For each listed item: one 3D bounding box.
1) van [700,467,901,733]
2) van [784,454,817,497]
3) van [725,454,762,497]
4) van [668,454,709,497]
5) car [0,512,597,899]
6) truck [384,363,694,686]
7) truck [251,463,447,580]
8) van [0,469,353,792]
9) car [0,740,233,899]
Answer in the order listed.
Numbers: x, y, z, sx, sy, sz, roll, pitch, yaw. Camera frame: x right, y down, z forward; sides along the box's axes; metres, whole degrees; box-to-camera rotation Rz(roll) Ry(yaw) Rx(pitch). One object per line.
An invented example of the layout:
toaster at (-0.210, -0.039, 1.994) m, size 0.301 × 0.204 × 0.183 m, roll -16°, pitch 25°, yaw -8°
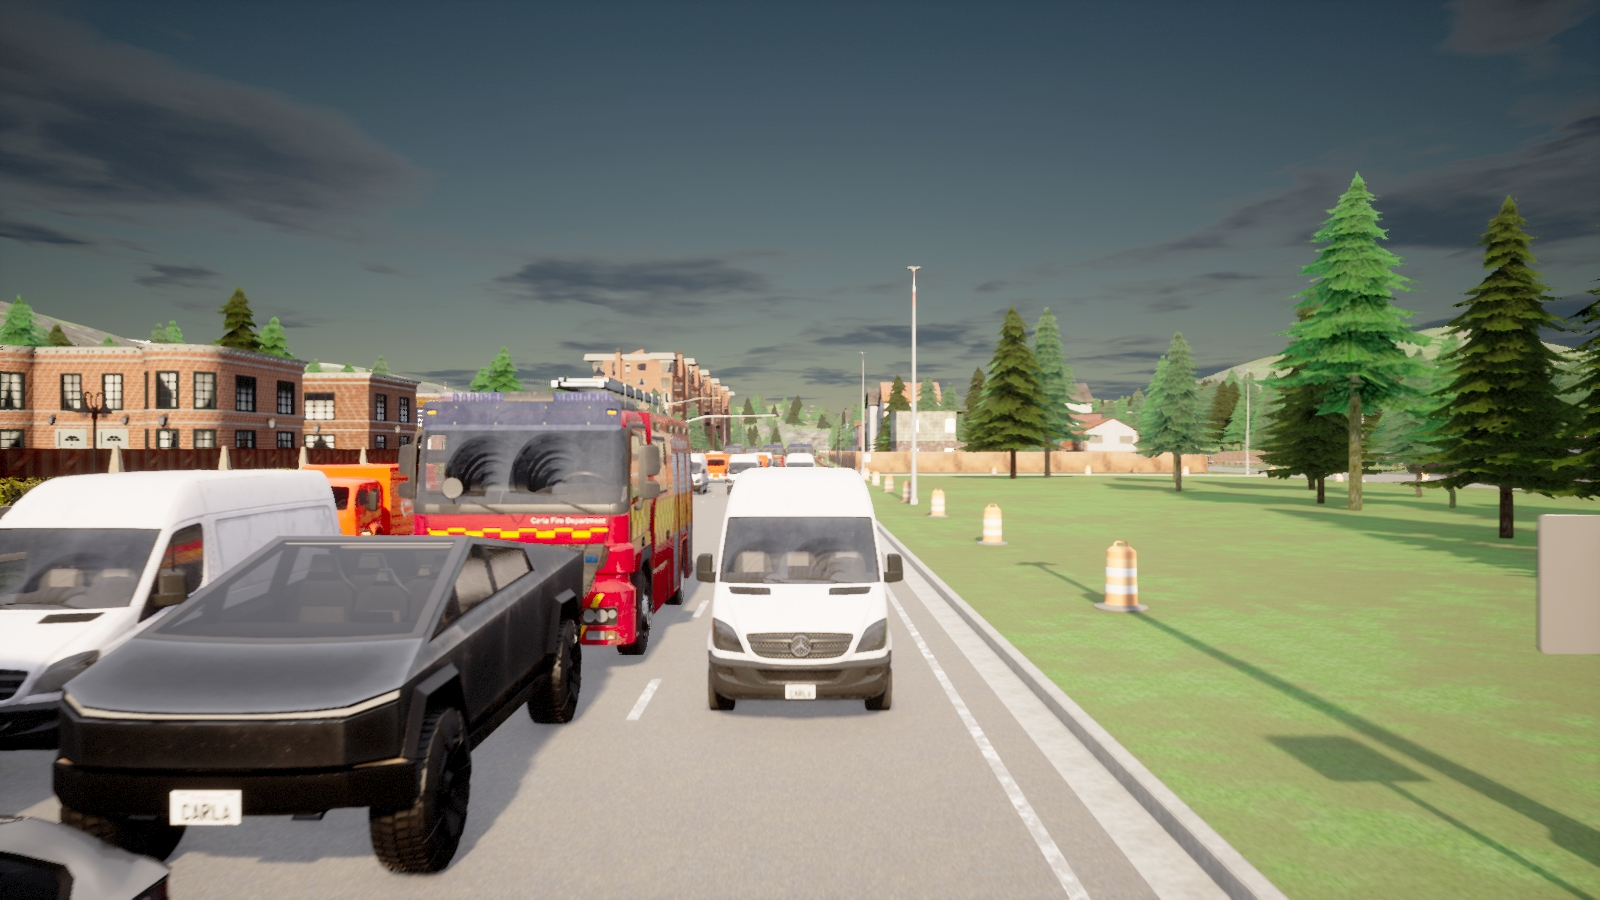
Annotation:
van at (0.006, 1.535, 14.295) m, size 1.988 × 2.561 × 5.915 m, roll 0°, pitch 0°, yaw 0°
van at (0.016, 1.533, 71.129) m, size 1.988 × 2.561 × 5.915 m, roll 0°, pitch 0°, yaw 0°
van at (-3.484, 1.533, 71.586) m, size 1.988 × 2.561 × 5.915 m, roll 0°, pitch 0°, yaw 0°
van at (-6.983, 1.533, 72.059) m, size 1.988 × 2.561 × 5.915 m, roll 0°, pitch 0°, yaw 0°
car at (-3.498, 1.753, 9.835) m, size 2.390 × 2.098 × 6.274 m, roll 0°, pitch 0°, yaw 0°
truck at (-3.493, 0.891, 17.783) m, size 2.891 × 3.827 × 8.468 m, roll 0°, pitch 0°, yaw 0°
truck at (-10.499, 1.568, 27.167) m, size 2.627 × 2.467 × 5.204 m, roll 0°, pitch 0°, yaw 0°
van at (-6.994, 1.534, 12.370) m, size 1.988 × 2.561 × 5.915 m, roll 0°, pitch 0°, yaw 0°
car at (-3.502, 2.065, 3.132) m, size 1.816 × 1.474 × 4.193 m, roll 0°, pitch 0°, yaw 0°
